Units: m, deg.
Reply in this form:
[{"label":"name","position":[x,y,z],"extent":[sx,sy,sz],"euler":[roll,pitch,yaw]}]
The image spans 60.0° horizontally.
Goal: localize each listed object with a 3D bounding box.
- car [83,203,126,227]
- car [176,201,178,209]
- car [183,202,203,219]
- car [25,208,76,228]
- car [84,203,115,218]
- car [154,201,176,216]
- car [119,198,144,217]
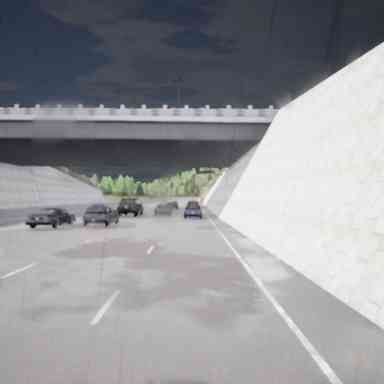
[{"label":"car","position":[-6.961,1.841,25.972],"extent":[2.128,1.511,4.902],"euler":[0,-1,1]},{"label":"car","position":[-3.407,2.285,59.220],"extent":[2.128,1.511,4.902],"euler":[0,-1,0]},{"label":"car","position":[0.097,2.036,35.099],"extent":[1.994,1.385,4.181],"euler":[0,-1,0]},{"label":"car","position":[-10.401,1.881,24.839],"extent":[2.033,1.411,5.357],"euler":[0,-1,0]},{"label":"car","position":[-10.401,2.054,37.804],"extent":[2.033,1.411,5.357],"euler":[0,-1,0]},{"label":"car","position":[-3.401,2.104,40.224],"extent":[1.994,1.385,4.181],"euler":[0,-1,0]},{"label":"car","position":[-6.951,1.734,37.938],"extent":[2.150,2.045,5.566],"euler":[0,0,0]}]
